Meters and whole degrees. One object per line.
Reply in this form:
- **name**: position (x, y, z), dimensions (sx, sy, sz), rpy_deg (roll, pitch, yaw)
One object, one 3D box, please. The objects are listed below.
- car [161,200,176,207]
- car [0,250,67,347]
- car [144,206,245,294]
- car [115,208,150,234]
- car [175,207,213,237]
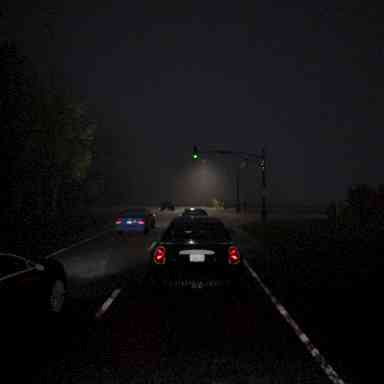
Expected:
- **car**: position (-3.347, 1.901, 47.235), dimensions (1.837, 1.490, 4.892), rpy_deg (0, 0, 0)
- **car**: position (-3.396, 1.531, 4.693), dimensions (2.128, 1.511, 4.902), rpy_deg (0, -1, 0)
- **car**: position (0.107, 1.429, 9.133), dimensions (2.097, 1.767, 4.553), rpy_deg (0, -1, 0)
- **car**: position (-3.378, 1.721, 20.512), dimensions (2.033, 1.411, 5.357), rpy_deg (0, 0, 0)
- **car**: position (0.191, 1.722, 20.590), dimensions (2.033, 1.411, 5.357), rpy_deg (0, 0, 2)
